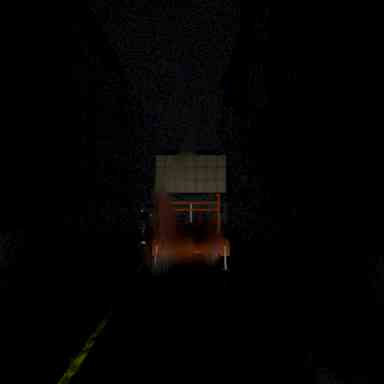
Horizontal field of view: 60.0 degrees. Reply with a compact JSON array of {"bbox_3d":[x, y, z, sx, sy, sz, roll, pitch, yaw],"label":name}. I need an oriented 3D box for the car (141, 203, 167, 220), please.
[{"bbox_3d":[-3.196,1.596,28.437,1.895,1.301,4.718,0,0,0],"label":"car"}]

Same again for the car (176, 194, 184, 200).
[{"bbox_3d":[-3.308,1.283,89.920,2.097,1.767,4.553,0,0,0],"label":"car"}]

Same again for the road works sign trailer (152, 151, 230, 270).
[{"bbox_3d":[-0.034,0.463,10.987,2.380,3.560,2.880,0,0,0],"label":"road works sign trailer"}]
